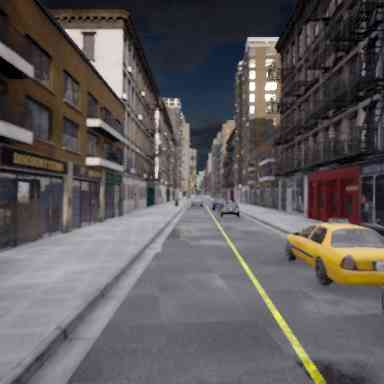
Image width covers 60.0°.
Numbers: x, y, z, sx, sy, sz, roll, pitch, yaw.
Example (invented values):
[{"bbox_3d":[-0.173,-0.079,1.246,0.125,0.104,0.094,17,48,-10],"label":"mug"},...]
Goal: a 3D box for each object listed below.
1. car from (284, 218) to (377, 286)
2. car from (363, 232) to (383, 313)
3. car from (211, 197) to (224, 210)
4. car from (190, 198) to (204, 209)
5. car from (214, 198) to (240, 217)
[{"bbox_3d":[4.026,1.506,9.455,1.801,1.575,5.366,1,0,1],"label":"car"},{"bbox_3d":[3.925,1.520,3.265,1.882,1.535,5.008,1,0,1],"label":"car"},{"bbox_3d":[3.696,1.477,44.228,2.097,1.767,4.553,1,0,1],"label":"car"},{"bbox_3d":[0.755,1.640,48.525,1.812,1.442,4.674,1,0,1],"label":"car"},{"bbox_3d":[3.531,1.634,32.315,2.033,1.411,5.357,1,0,1],"label":"car"}]
